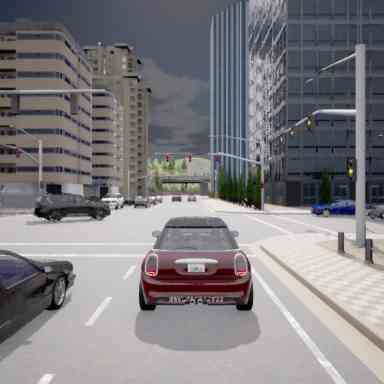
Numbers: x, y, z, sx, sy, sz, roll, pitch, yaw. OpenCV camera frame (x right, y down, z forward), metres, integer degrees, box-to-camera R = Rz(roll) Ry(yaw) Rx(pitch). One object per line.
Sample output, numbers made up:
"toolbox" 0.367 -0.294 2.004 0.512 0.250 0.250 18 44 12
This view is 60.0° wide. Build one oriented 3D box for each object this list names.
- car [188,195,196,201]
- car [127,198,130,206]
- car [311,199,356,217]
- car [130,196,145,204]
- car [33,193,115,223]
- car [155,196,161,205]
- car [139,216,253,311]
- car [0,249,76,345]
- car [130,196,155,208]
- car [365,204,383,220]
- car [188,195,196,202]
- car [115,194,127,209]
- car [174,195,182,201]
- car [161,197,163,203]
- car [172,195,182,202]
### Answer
"car" -0.004 1.493 84.305 1.812 1.442 4.674 0 0 0
"car" -10.594 1.601 54.201 1.895 1.301 4.718 0 0 0
"car" 13.292 1.422 29.837 5.008 1.535 1.882 0 0 1
"car" -10.542 1.491 64.578 2.128 1.511 4.902 0 0 1
"car" -9.193 1.193 25.691 5.566 2.045 2.150 0 1 -33
"car" -7.083 1.491 57.459 2.128 1.511 4.902 0 0 0
"car" 0.082 1.352 7.940 2.097 1.767 4.553 0 0 0
"car" -3.434 1.547 4.742 2.033 1.411 5.357 0 0 0
"car" -7.101 1.547 47.946 2.033 1.411 5.357 0 0 0
"car" 16.279 1.436 26.314 4.902 1.511 2.128 0 0 0
"car" -0.004 1.547 75.812 1.994 1.385 4.181 0 0 0
"car" -10.601 1.222 44.433 2.150 2.045 5.566 0 0 0
"car" -3.504 1.509 84.305 2.033 1.411 5.357 0 0 0
"car" -7.016 1.491 67.708 2.128 1.511 4.902 0 0 0
"car" -3.503 1.470 74.695 1.882 1.535 5.008 0 0 0
